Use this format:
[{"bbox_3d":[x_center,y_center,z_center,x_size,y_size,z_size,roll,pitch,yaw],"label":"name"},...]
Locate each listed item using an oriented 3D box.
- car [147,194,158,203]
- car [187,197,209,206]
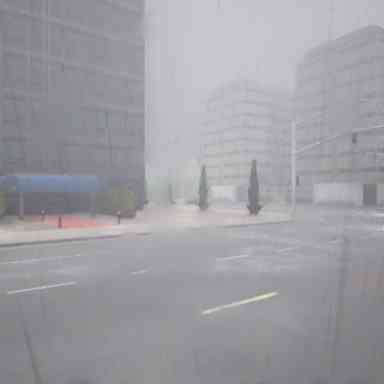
[{"bbox_3d":[-8.876,1.289,69.161,2.097,1.767,4.553,0,0,-35],"label":"car"},{"bbox_3d":[0.944,1.510,54.947,1.994,1.385,4.181,0,0,-35],"label":"car"}]
